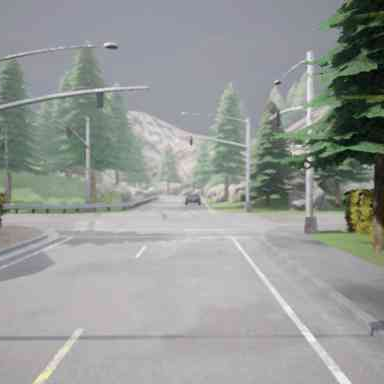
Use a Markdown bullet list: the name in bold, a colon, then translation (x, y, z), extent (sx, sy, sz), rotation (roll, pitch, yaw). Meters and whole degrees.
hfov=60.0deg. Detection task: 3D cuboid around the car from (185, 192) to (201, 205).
- **car**: translation (0.112, 0.787, 41.673), extent (2.128, 1.511, 4.902), rotation (0, 1, 0)
